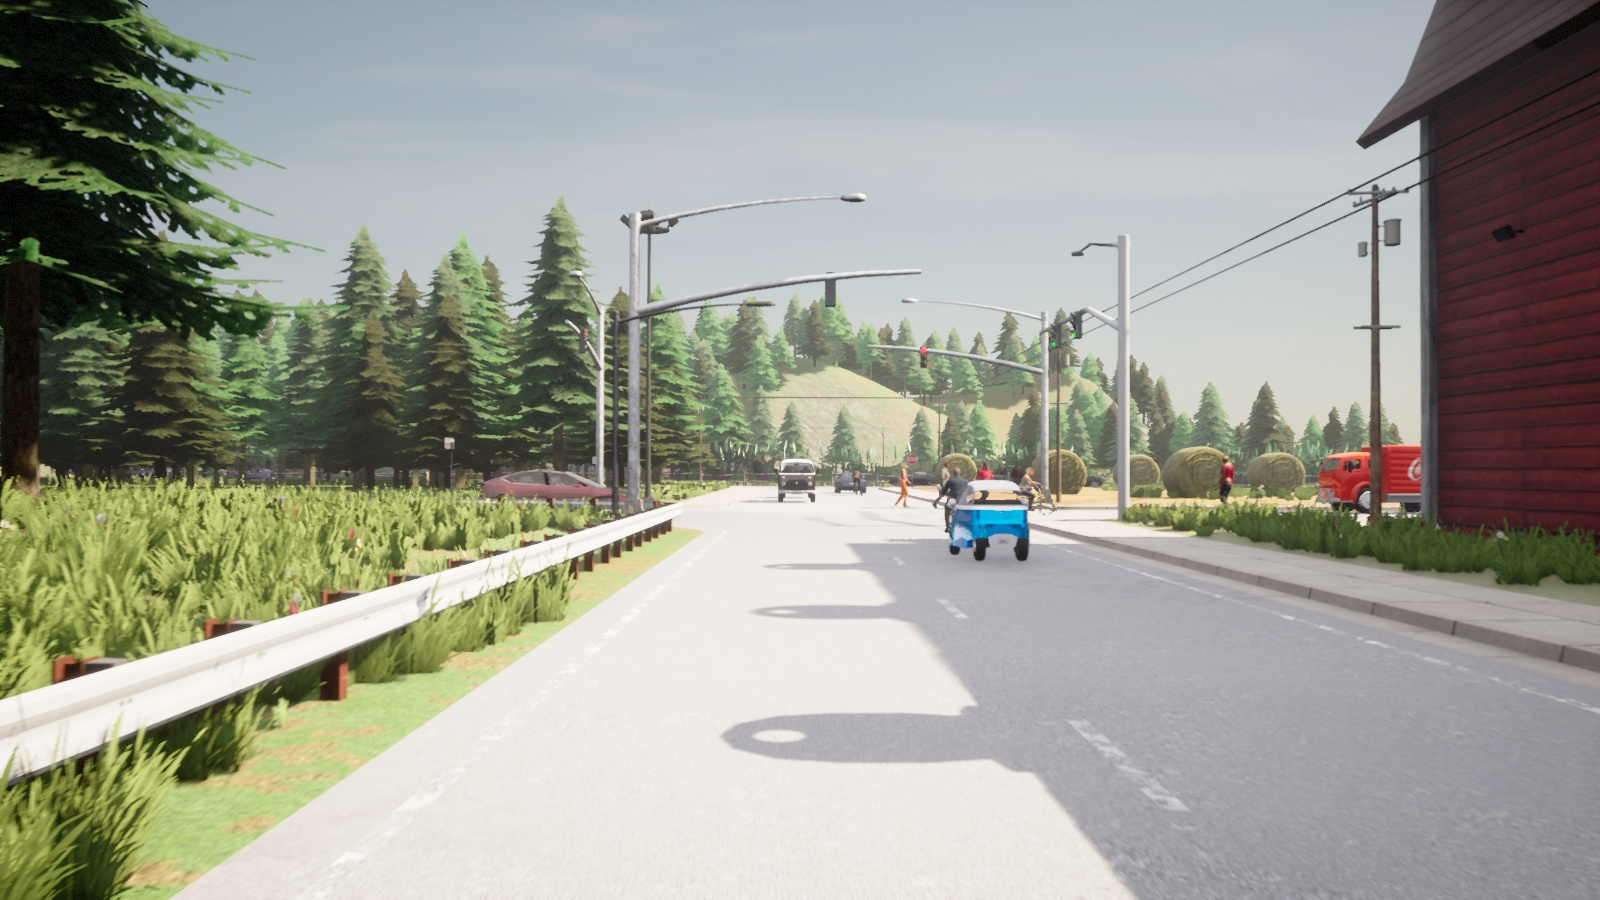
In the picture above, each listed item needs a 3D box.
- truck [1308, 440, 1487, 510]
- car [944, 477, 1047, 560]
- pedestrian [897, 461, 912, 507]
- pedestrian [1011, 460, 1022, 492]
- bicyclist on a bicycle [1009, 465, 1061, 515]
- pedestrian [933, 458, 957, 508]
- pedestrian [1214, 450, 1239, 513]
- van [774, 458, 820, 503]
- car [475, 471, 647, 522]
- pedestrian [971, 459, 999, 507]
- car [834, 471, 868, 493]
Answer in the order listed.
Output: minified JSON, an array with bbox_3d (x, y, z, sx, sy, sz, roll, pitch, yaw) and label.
[{"bbox_3d":[21.540,0.894,45.479,5.204,2.467,2.627,0,-1,-1],"label":"truck"},{"bbox_3d":[3.446,1.191,22.435,1.481,1.376,2.207,0,-1,0],"label":"car"},{"bbox_3d":[4.191,1.349,50.396,0.594,1.836,0.345,0,-1,-1],"label":"pedestrian"},{"bbox_3d":[12.697,1.508,73.713,0.634,1.844,0.899,0,-1,9],"label":"pedestrian"},{"bbox_3d":[7.793,1.321,41.684,1.509,1.612,0.866,0,-1,-1],"label":"bicyclist on a bicycle"},{"bbox_3d":[5.699,1.301,49.354,0.873,1.952,0.659,0,-1,14],"label":"pedestrian"},{"bbox_3d":[12.462,0.916,36.698,0.331,1.846,0.636,0,-1,-30],"label":"pedestrian"},{"bbox_3d":[-0.144,1.433,59.504,2.069,2.038,4.480,0,-1,0],"label":"van"},{"bbox_3d":[-7.139,1.385,37.874,4.792,1.488,2.163,0,-1,-1],"label":"car"},{"bbox_3d":[7.153,1.279,48.507,0.634,1.844,0.899,0,-1,-30],"label":"pedestrian"},{"bbox_3d":[3.303,2.098,81.919,1.994,1.385,4.181,0,-1,0],"label":"car"}]
